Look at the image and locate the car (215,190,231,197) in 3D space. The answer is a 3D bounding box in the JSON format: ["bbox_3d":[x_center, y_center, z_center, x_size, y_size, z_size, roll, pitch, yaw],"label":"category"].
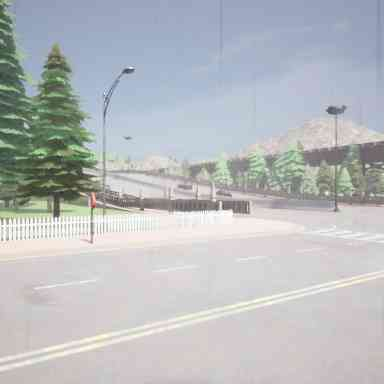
[{"bbox_3d":[6.018,0.295,66.800,1.812,1.442,4.674,0,6,-34],"label":"car"}]

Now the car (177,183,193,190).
[{"bbox_3d":[-1.701,-1.376,78.265,2.128,1.511,4.902,0,7,-34],"label":"car"}]
